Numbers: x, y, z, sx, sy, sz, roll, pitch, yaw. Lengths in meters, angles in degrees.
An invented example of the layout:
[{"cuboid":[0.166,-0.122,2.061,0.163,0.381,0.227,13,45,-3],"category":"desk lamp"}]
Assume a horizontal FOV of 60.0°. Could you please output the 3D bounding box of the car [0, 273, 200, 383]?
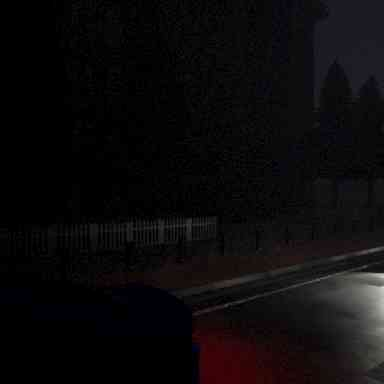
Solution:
[{"cuboid":[-2.260,1.478,2.409,5.008,1.535,1.882,0,0,-36],"category":"car"}]
